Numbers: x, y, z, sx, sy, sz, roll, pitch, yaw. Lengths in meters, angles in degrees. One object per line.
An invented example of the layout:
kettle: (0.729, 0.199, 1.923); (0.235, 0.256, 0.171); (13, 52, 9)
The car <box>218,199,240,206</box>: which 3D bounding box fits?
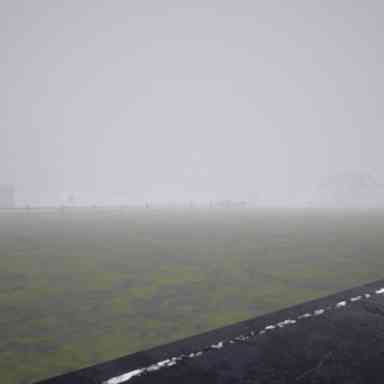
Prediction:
car: (7.535, 2.153, 68.730); (2.033, 1.411, 5.357); (2, -2, -36)
